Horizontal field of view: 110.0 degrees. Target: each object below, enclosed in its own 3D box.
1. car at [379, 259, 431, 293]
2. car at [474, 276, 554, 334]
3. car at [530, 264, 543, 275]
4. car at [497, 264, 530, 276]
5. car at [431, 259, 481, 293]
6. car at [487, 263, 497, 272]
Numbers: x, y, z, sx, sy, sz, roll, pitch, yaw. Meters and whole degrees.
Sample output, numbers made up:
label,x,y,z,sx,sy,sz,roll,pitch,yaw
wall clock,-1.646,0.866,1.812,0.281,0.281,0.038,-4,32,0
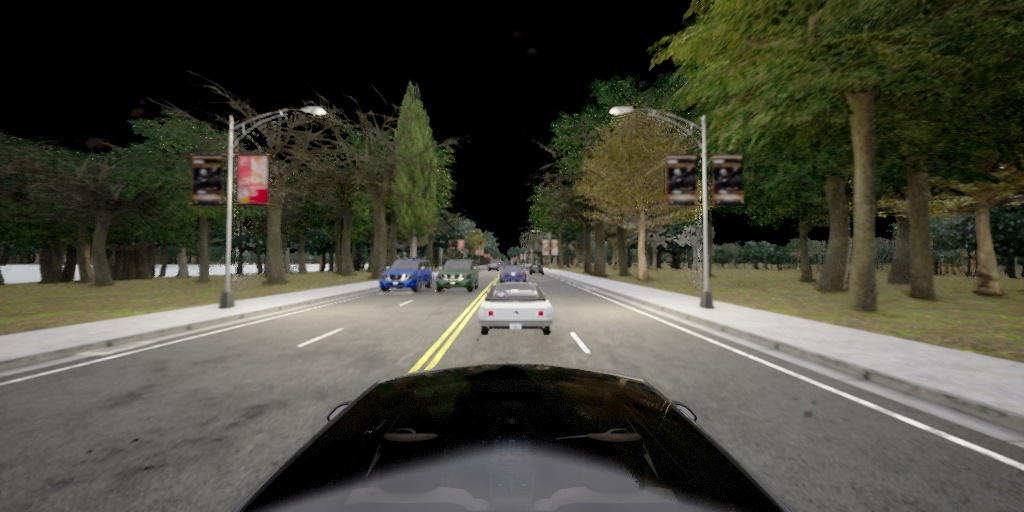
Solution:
label,x,y,z,sx,sy,sz,roll,pitch,yaw
car,-6.603,1.215,23.069,2.150,2.045,5.566,0,-1,0
car,0.096,1.451,10.943,1.895,1.301,4.718,0,-1,0
car,3.336,1.870,49.921,1.812,1.442,4.674,0,-1,0
car,0.093,1.421,29.140,2.097,1.767,4.553,0,-1,0
car,-3.353,1.215,23.070,2.150,2.045,5.566,0,-1,0
car,-3.322,2.039,64.310,1.882,1.535,5.008,0,-1,0
